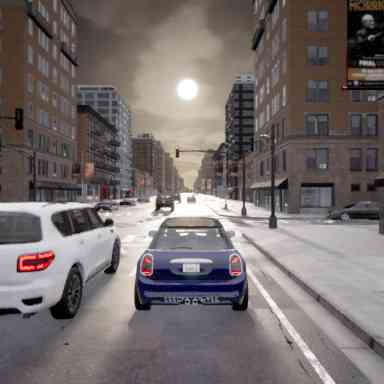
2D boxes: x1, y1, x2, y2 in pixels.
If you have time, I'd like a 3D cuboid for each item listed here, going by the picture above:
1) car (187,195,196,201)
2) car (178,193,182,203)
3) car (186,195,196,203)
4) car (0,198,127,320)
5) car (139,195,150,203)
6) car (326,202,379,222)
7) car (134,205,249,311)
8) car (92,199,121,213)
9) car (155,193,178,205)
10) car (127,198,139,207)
[{"bbox_3d":[-0.133,1.453,79.777,1.895,1.301,4.718,0,0,0],"label":"car"},{"bbox_3d":[-3.365,1.212,69.359,2.150,2.045,5.566,0,0,0],"label":"car"},{"bbox_3d":[-0.115,1.482,69.327,2.128,1.511,4.902,0,0,0],"label":"car"},{"bbox_3d":[-3.160,1.221,7.487,2.150,2.045,5.566,0,0,0],"label":"car"},{"bbox_3d":[-9.868,1.341,68.276,2.097,1.767,4.553,0,0,0],"label":"car"},{"bbox_3d":[13.056,1.544,25.985,4.892,1.490,1.837,0,0,1],"label":"car"},{"bbox_3d":[-0.005,1.352,7.944,2.097,1.767,4.553,0,0,0],"label":"car"},{"bbox_3d":[-9.915,1.547,39.093,2.033,1.411,5.357,0,0,0],"label":"car"},{"bbox_3d":[-3.219,1.220,40.656,2.150,2.045,5.566,0,0,0],"label":"car"},{"bbox_3d":[-9.930,1.597,51.058,1.895,1.301,4.718,0,0,0],"label":"car"}]
